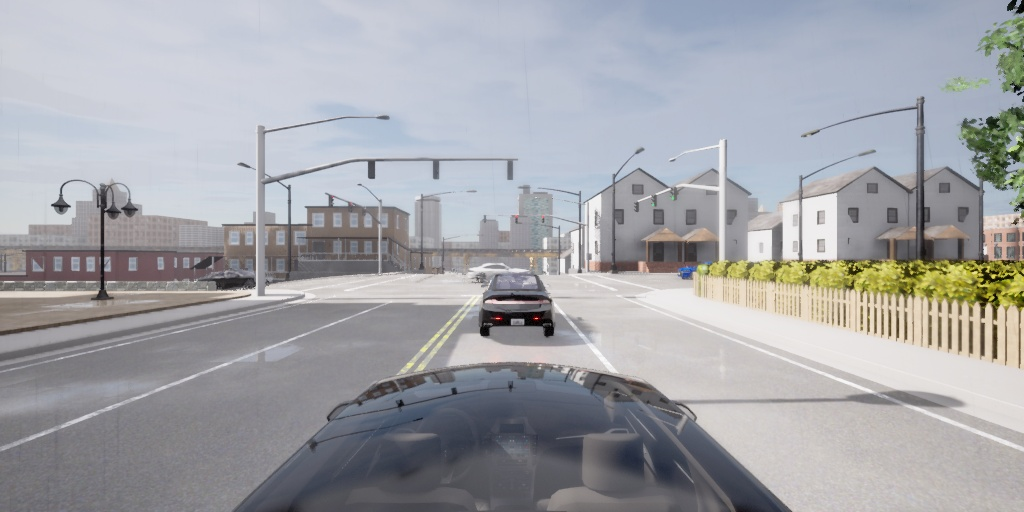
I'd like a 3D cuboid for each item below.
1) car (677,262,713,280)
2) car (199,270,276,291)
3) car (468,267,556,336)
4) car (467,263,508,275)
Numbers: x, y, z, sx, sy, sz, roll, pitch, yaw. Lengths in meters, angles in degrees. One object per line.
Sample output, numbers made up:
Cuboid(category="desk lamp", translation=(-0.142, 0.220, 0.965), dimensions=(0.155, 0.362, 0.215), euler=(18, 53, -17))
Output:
Cuboid(category="car", translation=(16.655, 1.228, 30.377), dimensions=(5.008, 1.535, 1.882), euler=(0, 0, -1))
Cuboid(category="car", translation=(-20.077, 1.742, 26.209), dimensions=(4.902, 1.511, 2.128), euler=(-5, 0, -1))
Cuboid(category="car", translation=(0.114, 1.242, 10.332), dimensions=(2.128, 1.511, 4.902), euler=(0, 0, 0))
Cuboid(category="car", translation=(-0.927, 1.232, 26.443), dimensions=(4.674, 1.442, 1.812), euler=(0, 0, -1))
